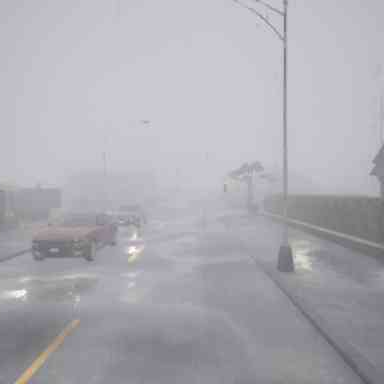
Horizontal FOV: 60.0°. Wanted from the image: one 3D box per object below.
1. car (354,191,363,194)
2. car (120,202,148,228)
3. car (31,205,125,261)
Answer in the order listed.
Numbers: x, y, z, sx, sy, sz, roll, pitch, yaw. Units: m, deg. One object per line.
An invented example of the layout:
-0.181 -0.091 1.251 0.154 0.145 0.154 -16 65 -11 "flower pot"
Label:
38.047 0.815 75.194 1.905 1.878 3.866 0 0 0 "car"
-4.009 1.453 21.621 1.837 1.490 4.892 0 1 1 "car"
-4.071 1.449 12.340 1.882 1.535 5.008 0 0 0 "car"
